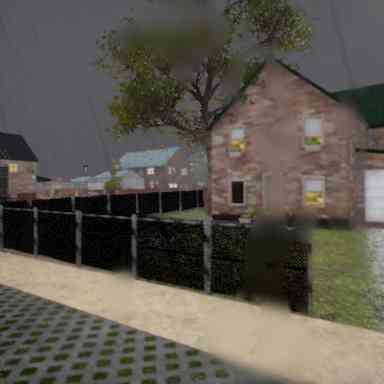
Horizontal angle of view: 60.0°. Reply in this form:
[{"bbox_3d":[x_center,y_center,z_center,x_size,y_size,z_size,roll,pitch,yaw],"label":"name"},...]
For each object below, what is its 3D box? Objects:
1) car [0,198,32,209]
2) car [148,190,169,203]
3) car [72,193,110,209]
[{"bbox_3d":[-13.137,1.102,22.306,2.033,1.411,5.357,-1,2,36],"label":"car"},{"bbox_3d":[-3.679,0.525,35.362,2.033,1.411,5.357,-1,2,36],"label":"car"},{"bbox_3d":[-7.248,0.806,25.523,2.128,1.511,4.902,0,2,37],"label":"car"}]
